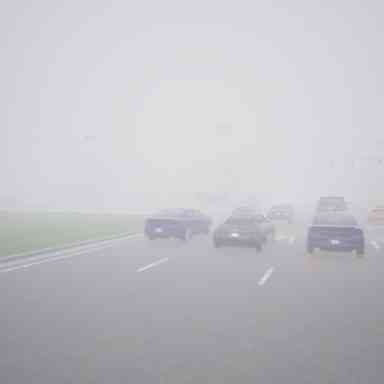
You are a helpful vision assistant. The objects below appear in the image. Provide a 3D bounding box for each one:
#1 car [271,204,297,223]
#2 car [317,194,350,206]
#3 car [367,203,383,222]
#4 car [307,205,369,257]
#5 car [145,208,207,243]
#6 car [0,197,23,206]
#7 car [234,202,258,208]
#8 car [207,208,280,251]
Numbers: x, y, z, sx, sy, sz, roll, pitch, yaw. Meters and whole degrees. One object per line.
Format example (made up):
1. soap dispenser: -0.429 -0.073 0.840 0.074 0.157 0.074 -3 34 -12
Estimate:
1. car: 7.173 1.639 26.349 2.033 1.411 5.357 0 0 22
2. car: 10.995 1.327 25.951 2.150 2.045 5.566 0 0 26
3. car: 15.226 1.597 26.696 1.882 1.535 5.008 0 0 26
4. car: 5.780 1.531 13.486 1.882 1.535 5.008 0 0 23
5. car: -0.487 1.518 16.649 1.882 1.535 5.008 0 0 22
6. car: -29.632 1.540 53.826 4.892 1.490 1.837 0 0 22
7. car: 4.941 1.619 30.338 1.812 1.442 4.674 0 0 21
8. car: 2.405 1.609 14.478 1.994 1.385 4.181 0 0 22
